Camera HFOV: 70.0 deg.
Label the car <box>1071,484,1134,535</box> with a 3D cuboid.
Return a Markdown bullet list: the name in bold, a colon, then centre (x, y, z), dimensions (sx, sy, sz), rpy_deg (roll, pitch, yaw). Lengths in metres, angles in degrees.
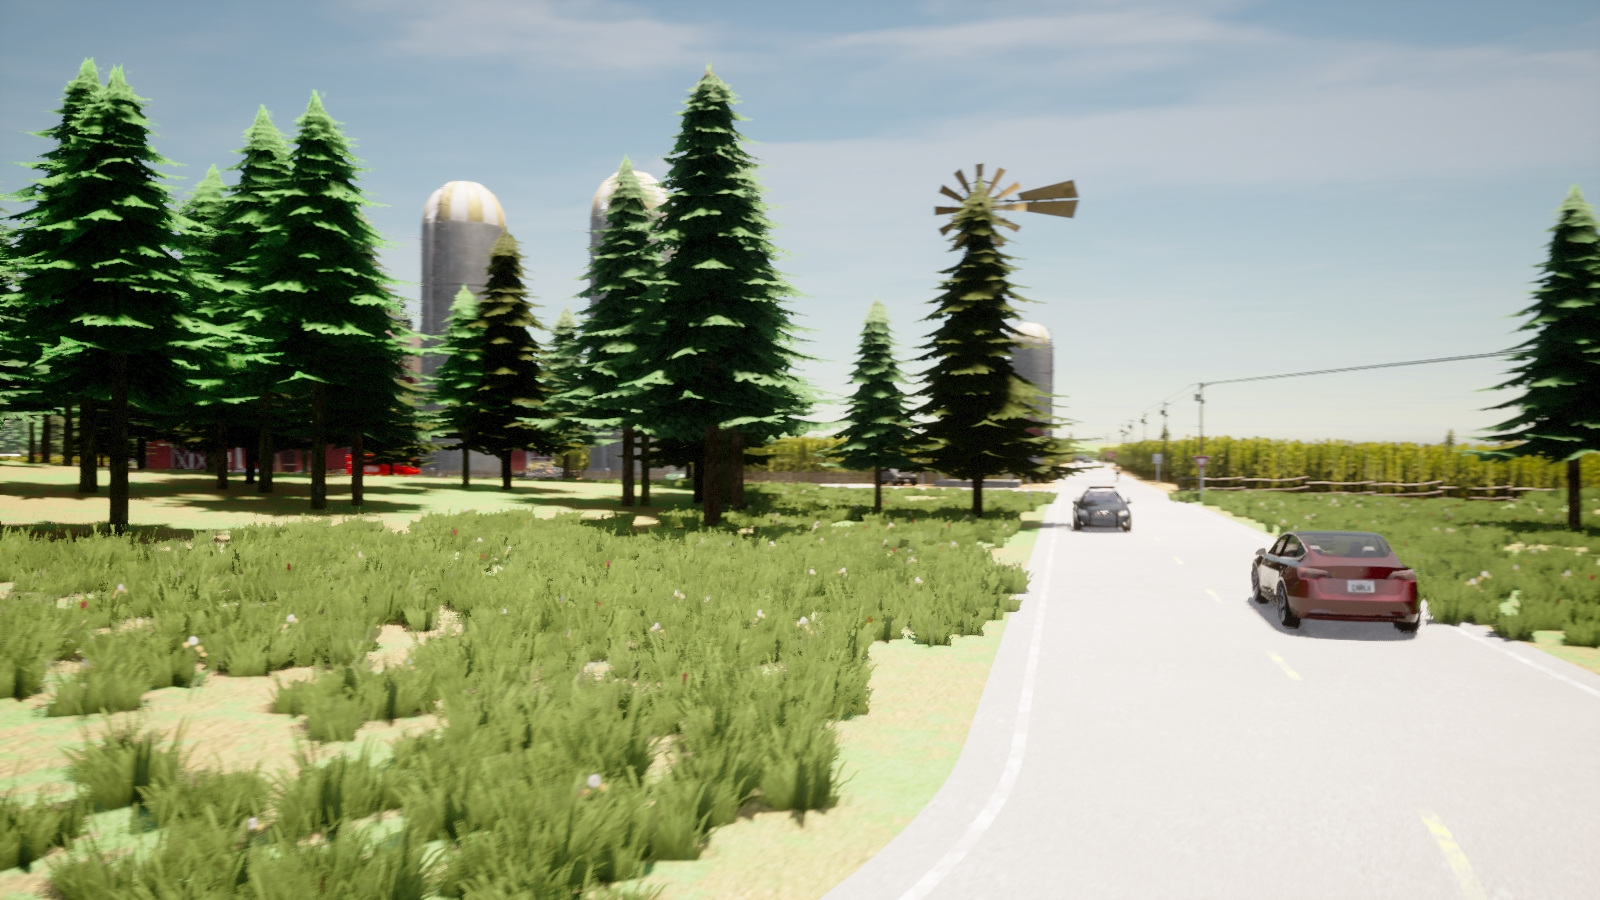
- **car**: centre (10.749, 2.073, 40.834), dimensions (2.038, 1.542, 4.974), rpy_deg (0, 0, 13)

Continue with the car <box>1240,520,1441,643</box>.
- **car**: centre (8.883, 2.077, 19.249), dimensions (2.163, 1.488, 4.792), rpy_deg (0, 0, 14)
